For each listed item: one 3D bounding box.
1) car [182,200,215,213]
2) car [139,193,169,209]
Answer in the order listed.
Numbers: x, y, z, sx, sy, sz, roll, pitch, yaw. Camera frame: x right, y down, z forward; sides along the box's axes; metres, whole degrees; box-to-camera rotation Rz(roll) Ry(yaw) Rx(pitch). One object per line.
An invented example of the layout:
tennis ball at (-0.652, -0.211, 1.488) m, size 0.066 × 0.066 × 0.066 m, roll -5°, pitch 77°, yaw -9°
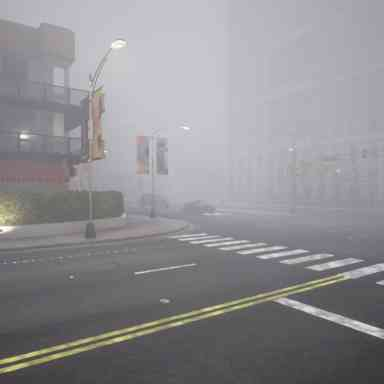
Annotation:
car at (0.701, 1.564, 36.686) m, size 1.994 × 1.385 × 4.181 m, roll 0°, pitch 0°, yaw -35°
car at (-5.237, 1.221, 45.321) m, size 2.150 × 2.045 × 5.566 m, roll 0°, pitch 0°, yaw -35°
